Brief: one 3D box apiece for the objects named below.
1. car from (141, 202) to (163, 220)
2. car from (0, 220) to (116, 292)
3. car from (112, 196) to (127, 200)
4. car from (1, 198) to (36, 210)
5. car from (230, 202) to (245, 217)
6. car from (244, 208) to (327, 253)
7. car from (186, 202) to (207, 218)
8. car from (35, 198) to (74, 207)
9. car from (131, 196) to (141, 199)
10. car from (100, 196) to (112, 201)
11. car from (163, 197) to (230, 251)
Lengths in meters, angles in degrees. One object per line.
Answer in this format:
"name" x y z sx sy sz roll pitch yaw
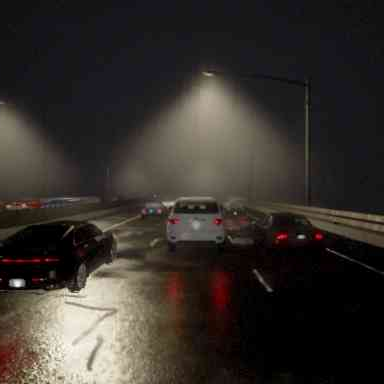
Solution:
"car" -3.147 1.570 28.621 2.033 1.411 5.357 0 0 1
"car" -3.384 1.506 8.909 1.837 1.490 4.892 0 1 1
"car" -15.852 1.619 74.863 1.837 1.490 4.892 0 0 2
"car" -17.226 1.384 34.515 2.097 1.767 4.553 0 0 1
"car" 3.916 1.630 31.902 1.895 1.301 4.718 0 0 1
"car" 3.660 1.550 13.573 2.033 1.411 5.357 0 0 1
"car" 0.416 1.630 31.992 1.895 1.301 4.718 0 0 1
"car" -13.734 1.509 34.189 1.882 1.535 5.008 0 0 1
"car" -12.356 1.659 74.704 2.033 1.411 5.357 0 0 2
"car" -19.331 1.594 75.438 1.882 1.535 5.008 0 0 2
"car" 0.176 1.223 14.225 2.150 2.045 5.566 0 0 1
